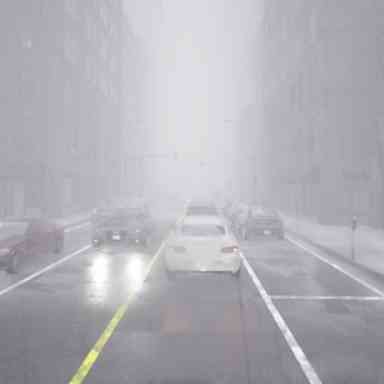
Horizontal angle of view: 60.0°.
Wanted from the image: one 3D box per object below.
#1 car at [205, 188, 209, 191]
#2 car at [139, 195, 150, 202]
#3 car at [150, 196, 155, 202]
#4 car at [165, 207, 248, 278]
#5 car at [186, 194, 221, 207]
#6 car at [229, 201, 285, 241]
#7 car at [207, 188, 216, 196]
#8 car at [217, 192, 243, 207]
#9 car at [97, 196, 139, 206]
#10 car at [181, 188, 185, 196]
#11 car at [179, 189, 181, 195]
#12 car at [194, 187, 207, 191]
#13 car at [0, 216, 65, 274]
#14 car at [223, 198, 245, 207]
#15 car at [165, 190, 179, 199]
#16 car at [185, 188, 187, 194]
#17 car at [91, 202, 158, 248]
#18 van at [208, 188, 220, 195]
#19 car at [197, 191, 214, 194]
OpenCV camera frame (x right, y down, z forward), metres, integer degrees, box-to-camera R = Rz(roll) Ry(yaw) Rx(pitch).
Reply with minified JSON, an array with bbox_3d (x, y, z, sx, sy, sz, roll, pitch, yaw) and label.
[{"bbox_3d":[4.793,0.287,81.480,1.802,1.307,4.206,0,1,2],"label":"car"},{"bbox_3d":[-4.732,1.079,26.220,1.752,1.417,4.829,0,1,2],"label":"car"},{"bbox_3d":[-4.578,1.014,31.906,2.008,1.369,4.403,0,1,2],"label":"car"},{"bbox_3d":[0.304,1.372,9.504,1.812,1.442,4.674,0,1,1],"label":"car"},{"bbox_3d":[0.634,1.133,21.517,1.882,1.535,5.008,0,1,2],"label":"car"},{"bbox_3d":[2.996,1.320,15.150,2.008,1.369,4.403,0,1,2],"label":"car"},{"bbox_3d":[4.949,-0.074,87.155,2.192,1.841,5.009,0,1,2],"label":"car"},{"bbox_3d":[3.295,1.033,26.180,1.967,1.590,4.097,0,1,2],"label":"car"},{"bbox_3d":[-4.877,1.079,20.873,1.967,1.590,4.097,0,1,2],"label":"car"},{"bbox_3d":[-3.234,0.192,81.520,1.752,1.417,4.829,0,1,2],"label":"car"},{"bbox_3d":[-3.691,0.484,64.653,1.887,1.381,4.507,0,1,2],"label":"car"},{"bbox_3d":[2.267,-0.064,85.588,2.097,1.767,4.553,0,1,2],"label":"car"},{"bbox_3d":[-5.176,1.397,9.844,1.802,1.307,4.206,0,1,2],"label":"car"},{"bbox_3d":[3.145,1.263,20.666,1.802,1.307,4.206,0,1,2],"label":"car"},{"bbox_3d":[-3.845,0.581,58.974,2.008,1.369,4.403,0,1,2],"label":"car"},{"bbox_3d":[-3.075,0.135,87.370,1.947,1.339,4.313,0,1,2],"label":"car"},{"bbox_3d":[-2.540,1.335,13.373,1.994,1.385,4.181,0,1,2],"label":"car"},{"bbox_3d":[4.178,0.413,58.763,1.690,1.788,3.998,0,1,2],"label":"van"},{"bbox_3d":[0.795,0.977,31.265,1.882,1.535,5.008,0,1,1],"label":"car"}]
